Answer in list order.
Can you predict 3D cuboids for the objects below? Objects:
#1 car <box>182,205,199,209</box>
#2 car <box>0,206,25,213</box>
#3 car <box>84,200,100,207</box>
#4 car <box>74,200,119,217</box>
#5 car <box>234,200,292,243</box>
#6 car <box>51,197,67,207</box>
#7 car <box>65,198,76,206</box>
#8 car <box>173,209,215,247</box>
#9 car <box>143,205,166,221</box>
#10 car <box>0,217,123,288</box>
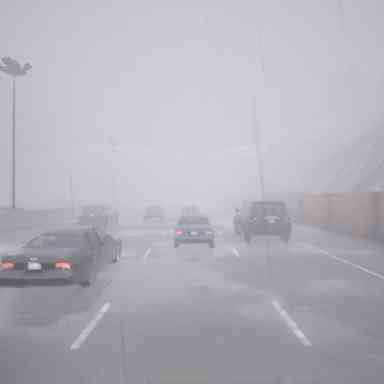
[{"bbox_3d":[-0.151,2.024,35.509,1.994,1.385,4.181,0,-1,-1],"label":"car"},{"bbox_3d":[-17.751,2.019,31.600,2.033,1.411,5.357,0,-1,-1],"label":"car"},{"bbox_3d":[-22.207,2.430,73.797,2.033,1.411,5.357,0,-1,-1],"label":"car"},{"bbox_3d":[-6.968,1.704,25.261,2.097,1.767,4.553,0,-1,-1],"label":"car"},{"bbox_3d":[3.578,1.438,17.643,2.150,2.045,5.566,0,-1,0],"label":"car"},{"bbox_3d":[-29.205,2.137,73.594,2.150,2.045,5.566,0,-1,-1],"label":"car"},{"bbox_3d":[-25.706,2.441,73.708,2.033,1.411,5.357,0,-1,-1],"label":"car"},{"bbox_3d":[0.081,1.757,16.115,2.033,1.411,5.357,0,-1,0],"label":"car"},{"bbox_3d":[-3.575,1.976,32.074,2.033,1.411,5.357,0,-1,-1],"label":"car"},{"bbox_3d":[-3.413,1.686,9.714,2.033,1.411,5.357,0,-1,0],"label":"car"}]
